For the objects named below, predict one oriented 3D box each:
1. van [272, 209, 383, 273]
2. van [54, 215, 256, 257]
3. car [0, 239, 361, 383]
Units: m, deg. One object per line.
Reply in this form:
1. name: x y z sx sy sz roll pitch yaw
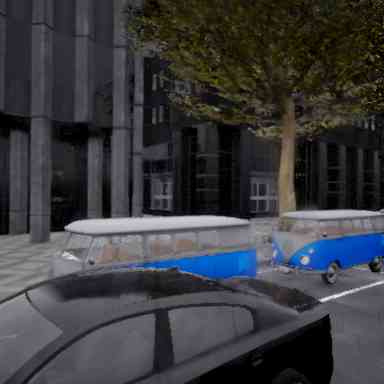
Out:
1. van: 4.002 1.421 9.499 3.998 1.788 1.690 1 0 -35
2. van: -0.572 1.369 6.238 3.998 1.788 1.690 1 0 -35
3. car: -0.861 1.485 2.765 5.008 1.535 1.882 1 0 -35
